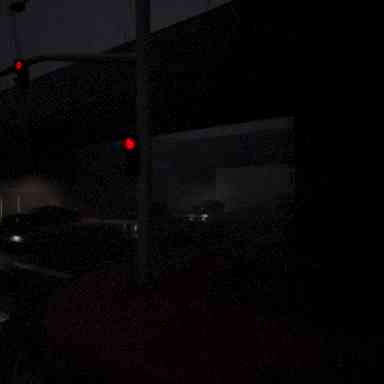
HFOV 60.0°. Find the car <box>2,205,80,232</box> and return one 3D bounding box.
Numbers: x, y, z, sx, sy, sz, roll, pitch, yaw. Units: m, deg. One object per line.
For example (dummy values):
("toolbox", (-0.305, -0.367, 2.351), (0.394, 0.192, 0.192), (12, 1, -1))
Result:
("car", (-9.943, 1.678, 22.273), (1.882, 1.535, 5.008), (-1, 0, 36))

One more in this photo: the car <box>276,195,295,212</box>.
("car", (12.120, 1.341, 40.493), (2.150, 2.045, 5.566), (-1, 0, 36))

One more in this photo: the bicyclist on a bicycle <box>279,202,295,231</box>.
("bicyclist on a bicycle", (5.509, 1.355, 18.072), (1.656, 1.620, 0.582), (-1, -1, 36))

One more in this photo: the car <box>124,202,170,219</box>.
("car", (-4.011, 1.701, 30.469), (1.837, 1.490, 4.892), (-1, 0, 36))

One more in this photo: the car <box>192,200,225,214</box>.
("car", (1.934, 1.670, 38.674), (1.882, 1.535, 5.008), (-1, 0, 36))
